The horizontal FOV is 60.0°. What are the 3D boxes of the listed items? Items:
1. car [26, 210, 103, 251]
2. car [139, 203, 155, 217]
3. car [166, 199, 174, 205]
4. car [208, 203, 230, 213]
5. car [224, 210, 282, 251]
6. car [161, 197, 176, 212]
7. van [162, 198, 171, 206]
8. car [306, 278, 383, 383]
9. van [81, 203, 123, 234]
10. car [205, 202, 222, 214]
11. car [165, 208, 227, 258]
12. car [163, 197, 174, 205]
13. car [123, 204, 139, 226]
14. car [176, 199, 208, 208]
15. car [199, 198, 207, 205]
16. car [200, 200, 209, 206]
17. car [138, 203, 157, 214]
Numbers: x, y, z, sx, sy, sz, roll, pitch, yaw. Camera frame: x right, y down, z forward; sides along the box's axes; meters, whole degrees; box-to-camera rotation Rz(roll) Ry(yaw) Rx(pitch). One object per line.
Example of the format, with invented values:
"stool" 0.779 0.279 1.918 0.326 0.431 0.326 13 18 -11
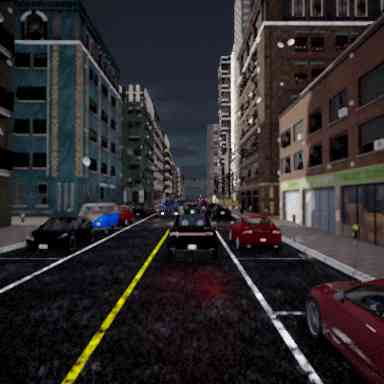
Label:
"car" -5.676 1.730 14.877 1.947 1.339 4.313 0 -1 0
"car" -5.666 1.974 36.970 1.947 1.339 4.313 0 -1 0
"car" -5.644 2.518 85.941 1.887 1.381 4.507 0 -1 0
"car" 2.712 1.912 31.431 1.947 1.339 4.313 0 -1 0
"car" 2.705 1.708 14.861 1.887 1.381 4.507 0 -1 0
"car" -2.998 1.856 45.642 2.097 1.767 4.553 0 -1 0
"van" -5.647 2.184 74.888 1.690 1.788 3.998 0 -1 0
"car" 2.700 1.625 3.815 1.802 1.307 4.206 0 -1 0
"van" -5.672 1.566 20.403 1.690 1.788 3.998 0 -1 0
"car" 2.718 2.035 42.477 1.947 1.339 4.313 0 -1 0
"car" 0.028 1.641 13.498 2.128 1.511 4.902 0 0 1
"car" -5.644 2.223 80.416 2.192 1.841 5.009 0 -1 0
"car" -5.671 1.830 25.924 1.887 1.381 4.507 0 -1 0
"car" 0.036 1.664 28.424 2.097 1.767 4.553 0 -1 0
"car" 2.738 2.413 85.937 1.967 1.590 4.097 0 -1 0
"car" 2.732 2.425 74.880 1.802 1.307 4.206 0 -1 0
"car" -5.664 2.052 42.493 1.802 1.307 4.206 0 -1 0
